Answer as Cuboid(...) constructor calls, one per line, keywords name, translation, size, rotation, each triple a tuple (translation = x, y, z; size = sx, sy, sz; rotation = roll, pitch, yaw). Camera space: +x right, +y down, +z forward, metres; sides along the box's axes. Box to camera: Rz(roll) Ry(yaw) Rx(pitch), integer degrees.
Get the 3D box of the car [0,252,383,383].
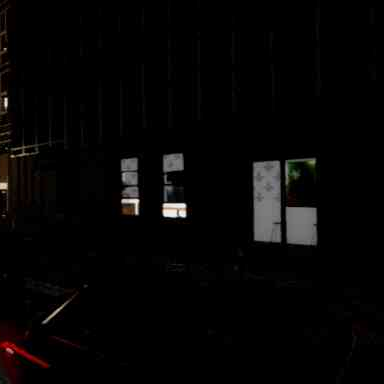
Cuboid(name="car", translation=(-0.456, 1.454, 3.259), size=(4.097, 1.590, 1.967), rotation=(-1, 0, 36))
